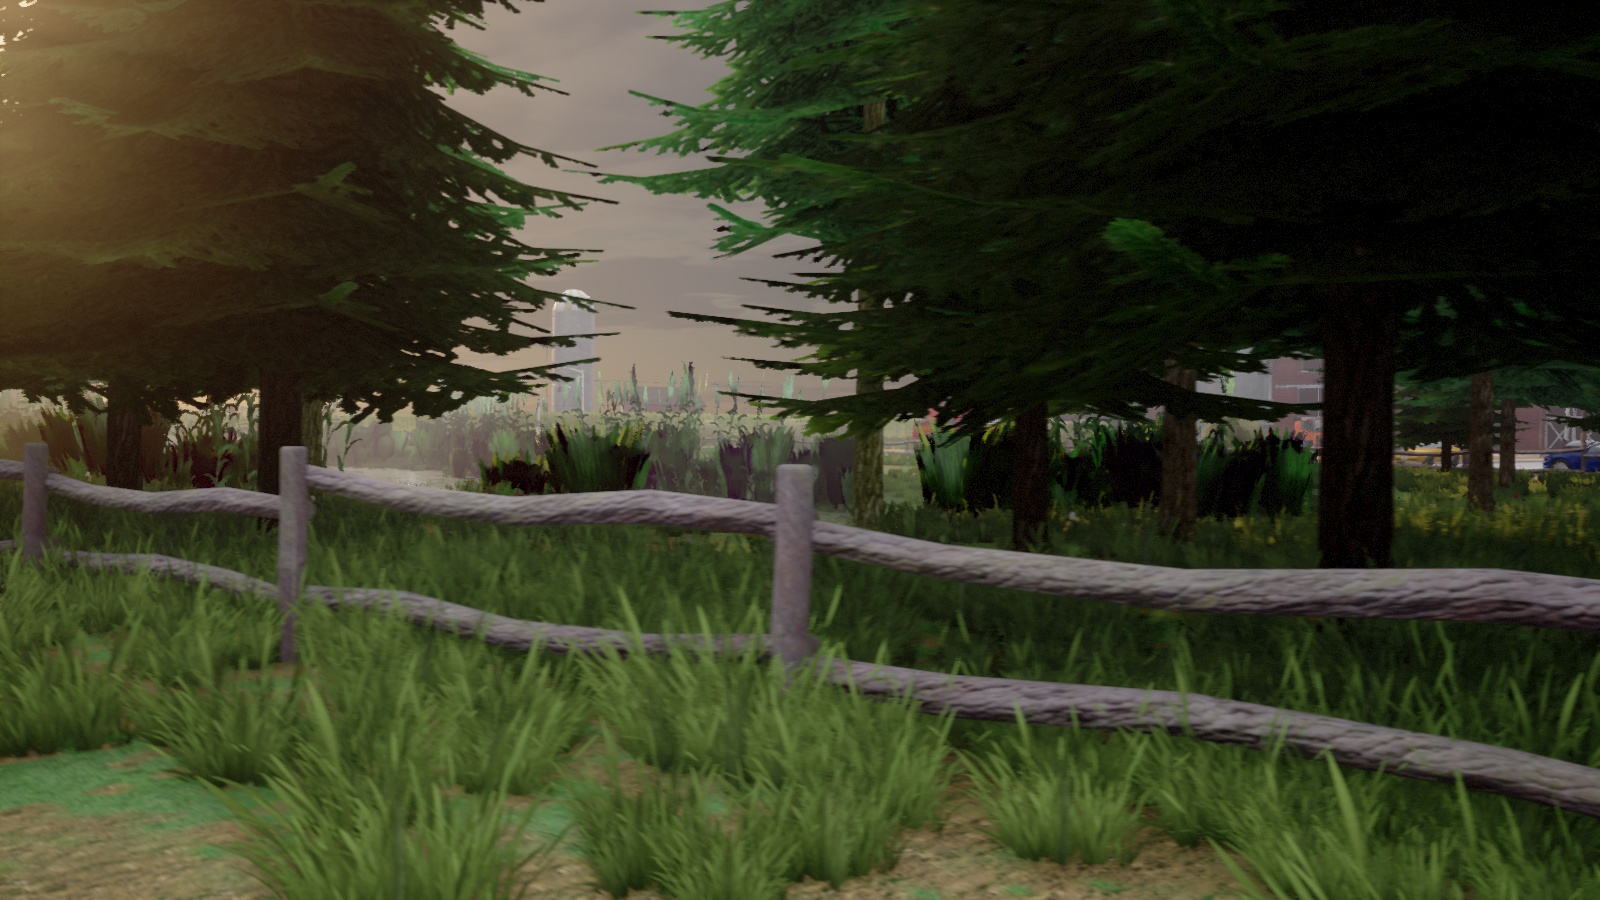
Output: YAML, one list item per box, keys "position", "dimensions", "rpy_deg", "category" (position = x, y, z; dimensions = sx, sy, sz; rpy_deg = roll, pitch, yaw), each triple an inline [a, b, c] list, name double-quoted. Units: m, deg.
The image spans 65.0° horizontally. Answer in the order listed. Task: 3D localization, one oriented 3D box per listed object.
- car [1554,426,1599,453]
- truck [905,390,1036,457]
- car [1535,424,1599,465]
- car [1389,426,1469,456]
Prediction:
- position: [46.255, -0.635, 73.706]
  dimensions: [4.892, 1.490, 1.837]
  rpy_deg: [-1, 1, -38]
  category: "car"
- position: [10.295, -1.565, 76.669]
  dimensions: [2.891, 3.827, 8.468]
  rpy_deg: [-1, 1, -35]
  category: "truck"
- position: [30.974, -0.221, 47.600]
  dimensions: [1.882, 1.535, 5.008]
  rpy_deg: [-1, 1, -35]
  category: "car"
- position: [34.608, -0.537, 69.007]
  dimensions: [5.366, 1.575, 1.801]
  rpy_deg: [-1, 1, -38]
  category: "car"
